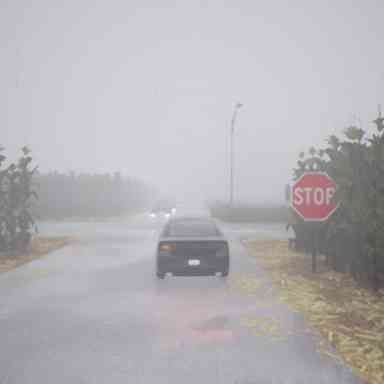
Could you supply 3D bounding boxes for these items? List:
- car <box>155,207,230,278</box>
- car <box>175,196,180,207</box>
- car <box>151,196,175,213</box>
[{"bbox_3d":[-0.049,1.461,10.172,1.882,1.535,5.008,0,1,-2],"label":"car"},{"bbox_3d":[-3.174,1.332,45.607,2.097,1.767,4.553,0,0,0],"label":"car"},{"bbox_3d":[-3.181,1.453,35.445,1.837,1.490,4.892,0,0,0],"label":"car"}]
